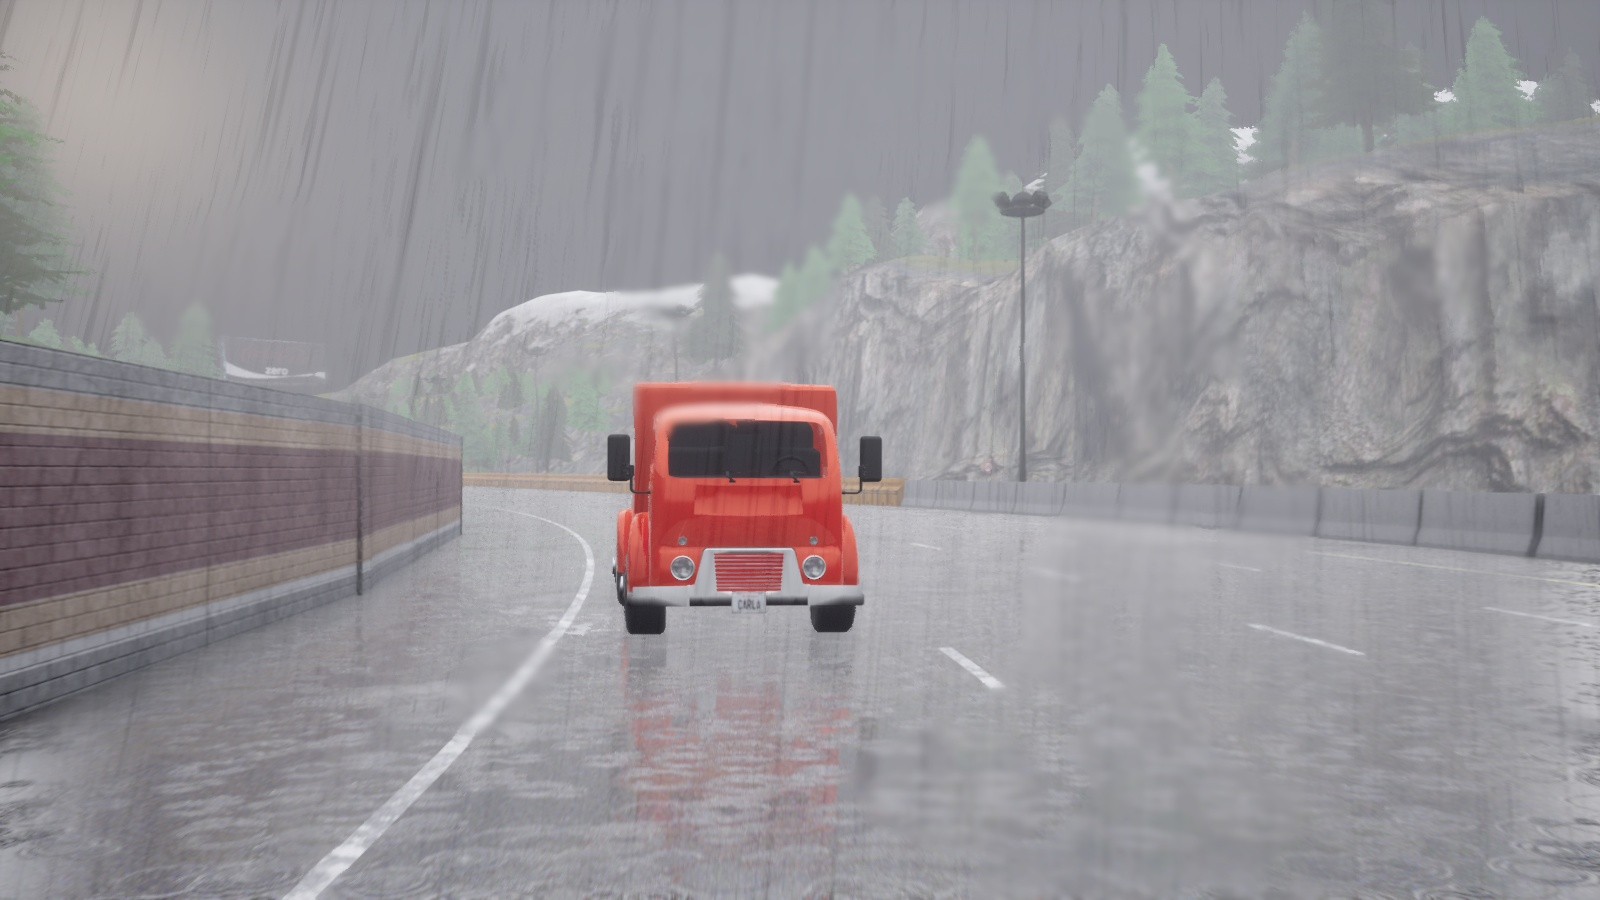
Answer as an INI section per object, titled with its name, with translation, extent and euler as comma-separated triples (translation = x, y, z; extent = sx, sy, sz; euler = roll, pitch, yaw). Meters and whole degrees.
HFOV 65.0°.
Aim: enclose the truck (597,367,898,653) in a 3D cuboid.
[truck]
translation = -0.736, 0.558, 13.554
extent = 2.627, 2.467, 5.204
euler = 0, -1, -7
